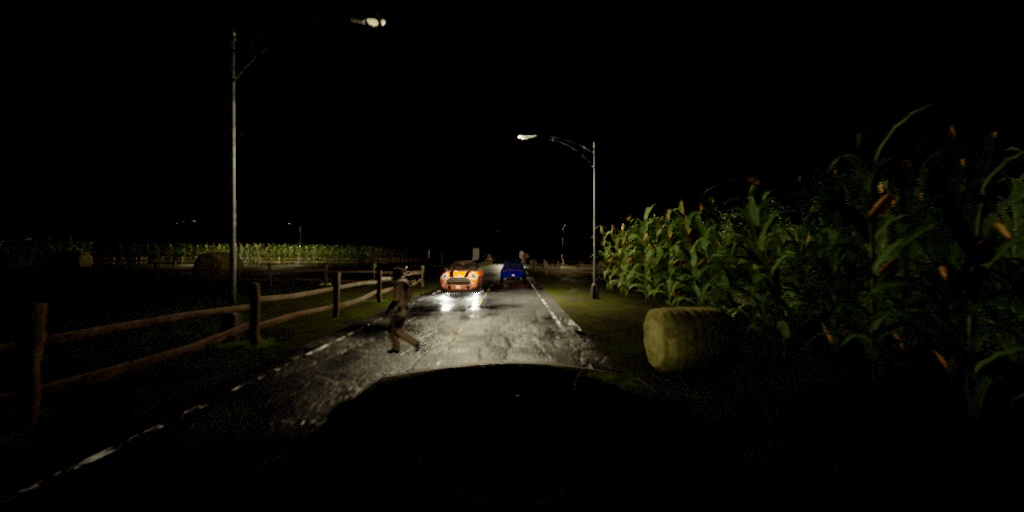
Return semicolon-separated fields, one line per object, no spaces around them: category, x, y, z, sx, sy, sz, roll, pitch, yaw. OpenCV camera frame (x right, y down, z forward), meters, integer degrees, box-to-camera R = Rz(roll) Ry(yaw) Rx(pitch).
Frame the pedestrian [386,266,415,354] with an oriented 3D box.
pedestrian;-2.237;1.040;7.244;0.375;1.860;0.375;0;0;-3

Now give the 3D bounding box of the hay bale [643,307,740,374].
hay bale;3.126;1.400;6.412;1.220;1.180;1.240;0;0;0

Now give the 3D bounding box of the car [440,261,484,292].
car;-2.840;1.082;21.206;2.097;1.767;4.553;0;0;0

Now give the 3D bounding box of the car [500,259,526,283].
car;0.093;1.202;27.892;1.882;1.535;5.008;0;0;0
